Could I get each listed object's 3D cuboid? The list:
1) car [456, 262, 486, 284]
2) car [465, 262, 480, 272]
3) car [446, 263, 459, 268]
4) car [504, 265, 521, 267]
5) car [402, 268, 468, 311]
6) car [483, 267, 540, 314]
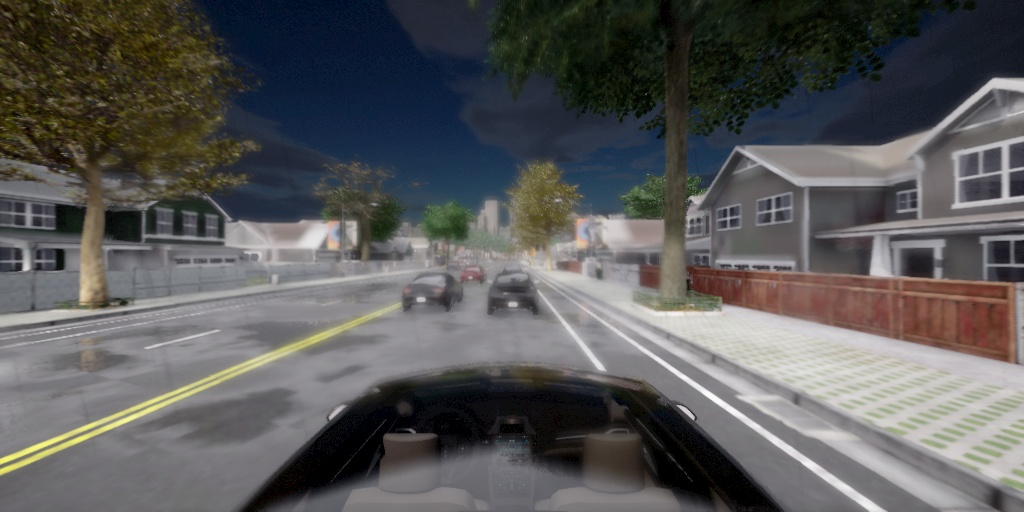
[{"bbox_3d":[-3.188,1.517,30.001,1.812,1.442,4.674,0,0,0],"label":"car"},{"bbox_3d":[-6.535,1.747,59.400,1.837,1.490,4.892,0,0,1],"label":"car"},{"bbox_3d":[-9.767,1.798,60.348,2.033,1.411,5.357,0,0,1],"label":"car"},{"bbox_3d":[0.055,1.477,29.231,2.128,1.511,4.902,0,0,1],"label":"car"},{"bbox_3d":[-3.192,1.388,14.971,1.812,1.442,4.674,0,0,1],"label":"car"},{"bbox_3d":[0.051,1.363,14.266,1.837,1.490,4.892,0,0,0],"label":"car"}]
